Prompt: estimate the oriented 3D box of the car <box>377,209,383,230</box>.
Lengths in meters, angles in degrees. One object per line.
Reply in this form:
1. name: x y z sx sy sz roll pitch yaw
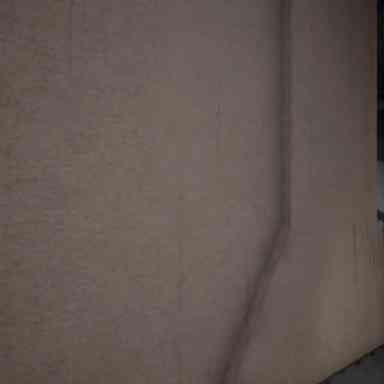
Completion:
1. car: 9.290 1.520 19.220 4.892 1.490 1.837 0 0 -36
